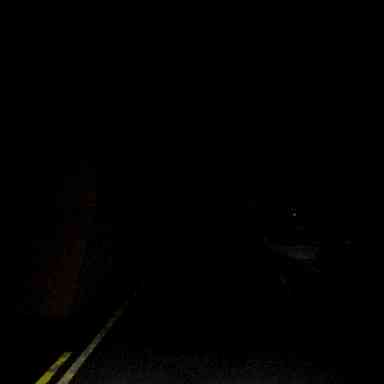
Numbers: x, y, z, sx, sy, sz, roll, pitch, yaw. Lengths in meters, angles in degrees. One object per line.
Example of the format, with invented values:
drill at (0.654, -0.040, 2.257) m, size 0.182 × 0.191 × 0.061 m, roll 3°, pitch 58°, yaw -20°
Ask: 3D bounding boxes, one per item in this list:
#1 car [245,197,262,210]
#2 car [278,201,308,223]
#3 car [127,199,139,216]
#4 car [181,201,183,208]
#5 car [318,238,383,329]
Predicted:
car at (7.669, 1.368, 41.282) m, size 1.882 × 1.535 × 5.008 m, roll 0°, pitch 0°, yaw 13°
car at (7.584, 1.418, 25.206) m, size 1.882 × 1.535 × 5.008 m, roll 0°, pitch 0°, yaw 13°
car at (-6.156, 1.385, 28.891) m, size 2.128 × 1.511 × 4.902 m, roll 0°, pitch 0°, yaw 13°
car at (-1.848, 1.442, 32.015) m, size 2.033 × 1.411 × 5.357 m, roll 0°, pitch 0°, yaw 13°
car at (4.091, 1.590, 6.780) m, size 1.895 × 1.301 × 4.718 m, roll 0°, pitch 0°, yaw 6°
